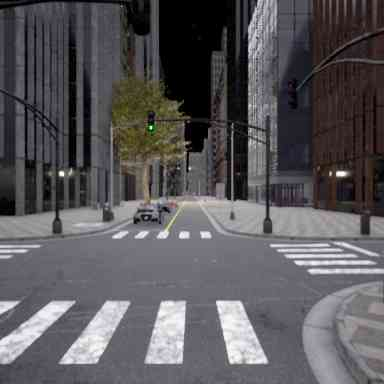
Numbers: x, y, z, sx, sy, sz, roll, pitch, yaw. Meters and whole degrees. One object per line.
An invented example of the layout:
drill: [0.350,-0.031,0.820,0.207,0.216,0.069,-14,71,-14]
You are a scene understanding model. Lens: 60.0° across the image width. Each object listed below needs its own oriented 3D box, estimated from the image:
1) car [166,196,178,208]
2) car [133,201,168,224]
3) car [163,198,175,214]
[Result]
car: [-3.175,1.445,49.584,2.097,1.767,4.553,0,0,0]
car: [-3.138,1.611,24.956,1.994,1.385,4.181,0,0,1]
car: [-3.168,1.668,36.117,1.895,1.301,4.718,0,0,0]
